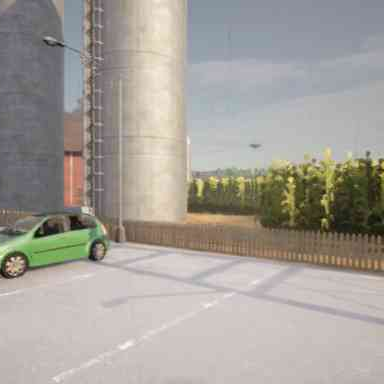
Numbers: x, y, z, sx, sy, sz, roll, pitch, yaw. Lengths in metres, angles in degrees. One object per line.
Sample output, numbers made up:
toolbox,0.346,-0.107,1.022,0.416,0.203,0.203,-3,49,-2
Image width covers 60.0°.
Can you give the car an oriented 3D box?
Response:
car,-4.560,1.481,10.242,1.851,1.617,3.988,0,0,35
